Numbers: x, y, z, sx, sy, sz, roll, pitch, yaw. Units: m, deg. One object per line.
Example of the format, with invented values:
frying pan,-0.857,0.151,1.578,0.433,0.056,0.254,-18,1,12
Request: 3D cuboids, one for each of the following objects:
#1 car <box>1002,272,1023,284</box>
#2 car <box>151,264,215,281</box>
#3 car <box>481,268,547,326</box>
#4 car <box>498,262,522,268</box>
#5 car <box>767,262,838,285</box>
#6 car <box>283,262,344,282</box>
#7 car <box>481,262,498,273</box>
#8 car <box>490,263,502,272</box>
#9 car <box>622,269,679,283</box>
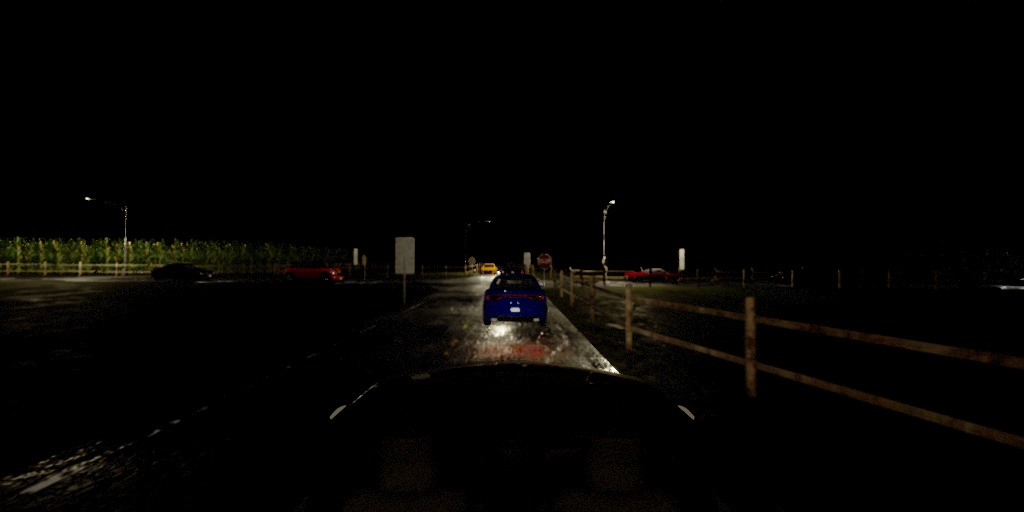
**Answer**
car,48.641,2.061,33.119,4.892,1.490,1.837,1,0,1
car,-28.347,1.406,30.929,4.674,1.442,1.812,1,0,1
car,0.090,1.348,12.283,1.882,1.535,5.008,0,-1,0
car,0.070,1.449,32.119,2.097,1.767,4.553,0,-1,0
car,27.027,1.568,33.402,5.566,2.045,2.150,0,0,1
car,-16.921,1.319,30.831,4.553,1.767,2.097,0,0,1
car,-2.928,1.740,46.541,1.882,1.535,5.008,0,0,1
car,-2.850,2.027,64.168,1.994,1.385,4.181,0,-1,0
car,12.895,1.827,33.495,4.718,1.301,1.895,0,0,-1
